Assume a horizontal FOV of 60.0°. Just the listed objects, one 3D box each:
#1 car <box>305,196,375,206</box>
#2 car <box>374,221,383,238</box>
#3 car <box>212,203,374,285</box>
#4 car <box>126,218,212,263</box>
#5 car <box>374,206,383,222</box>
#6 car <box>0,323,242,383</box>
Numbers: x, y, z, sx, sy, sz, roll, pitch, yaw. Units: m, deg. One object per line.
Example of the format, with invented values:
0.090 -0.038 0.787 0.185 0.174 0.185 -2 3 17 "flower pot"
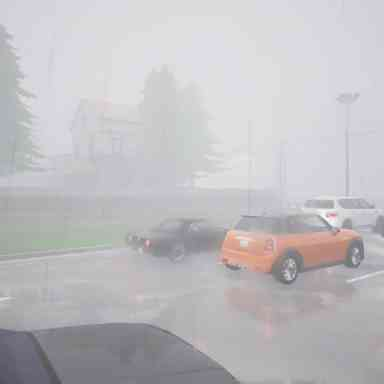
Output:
8.095 1.223 17.688 5.566 2.045 2.150 0 0 -36 "car"
6.648 1.493 8.039 4.902 1.511 2.128 0 0 -36 "car"
3.080 1.352 9.790 4.553 1.767 2.097 0 0 -36 "car"
0.163 1.601 11.992 4.718 1.301 1.895 0 0 -36 "car"
10.535 1.479 15.135 5.008 1.535 1.882 0 0 -36 "car"
-2.078 1.547 1.754 5.357 1.411 2.033 0 0 -35 "car"
